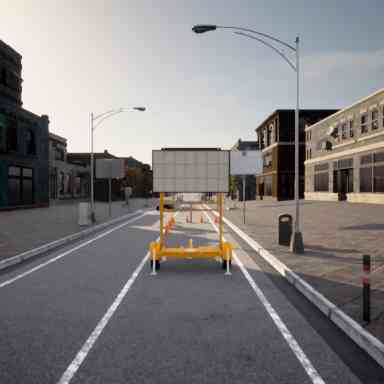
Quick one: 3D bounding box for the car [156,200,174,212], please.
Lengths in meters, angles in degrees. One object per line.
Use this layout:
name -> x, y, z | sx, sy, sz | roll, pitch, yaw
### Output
car -> -3.211, 1.657, 39.606 | 1.895, 1.301, 4.718 | 0, -1, 0

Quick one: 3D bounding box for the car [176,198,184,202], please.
car -> -3.262, 2.206, 90.338 | 1.994, 1.385, 4.181 | 0, 0, 0

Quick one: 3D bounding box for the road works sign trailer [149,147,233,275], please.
road works sign trailer -> -0.029, 0.431, 10.329 | 2.380, 3.560, 2.880 | 0, 0, 0
